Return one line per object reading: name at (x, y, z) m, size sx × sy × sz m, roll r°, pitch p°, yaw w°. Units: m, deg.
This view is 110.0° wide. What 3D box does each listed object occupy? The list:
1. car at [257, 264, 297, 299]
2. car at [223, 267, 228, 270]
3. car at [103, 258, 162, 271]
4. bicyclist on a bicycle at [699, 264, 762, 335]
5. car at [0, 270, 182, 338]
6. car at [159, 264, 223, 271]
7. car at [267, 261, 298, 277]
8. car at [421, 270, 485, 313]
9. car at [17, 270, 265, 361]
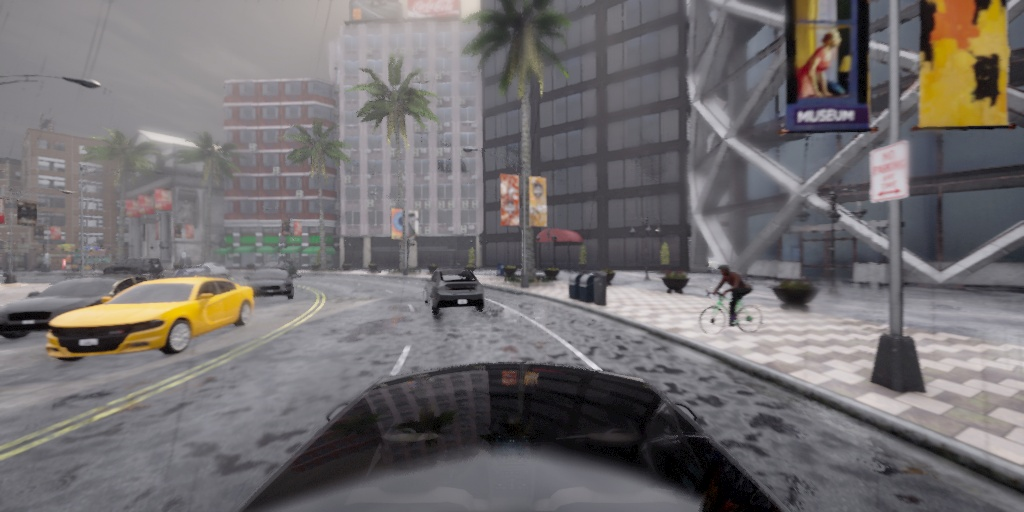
car at (-12.221, 1.347, 18.271) m, size 1.837 × 1.490 × 4.892 m, roll 0°, pitch 0°, yaw -33°
car at (-32.202, 1.518, 37.907) m, size 4.674 × 1.442 × 1.812 m, roll 0°, pitch 0°, yaw 20°
car at (-42.531, 1.290, 40.358) m, size 5.566 × 2.045 × 2.150 m, roll 0°, pitch 0°, yaw 4°
bicyclist on a bicycle at (5.071, 1.014, 8.304) m, size 1.656 × 1.620 × 0.582 m, roll -1°, pitch 0°, yaw -9°
car at (-12.484, 1.349, 10.872) m, size 1.837 × 1.490 × 4.892 m, roll 0°, pitch 0°, yaw -21°
car at (-17.336, 1.372, 19.552) m, size 2.128 × 1.511 × 4.902 m, roll 0°, pitch 0°, yaw -40°
car at (-25.549, 1.294, 38.881) m, size 4.553 × 1.767 × 2.097 m, roll -1°, pitch 0°, yaw 28°
car at (-2.393, 1.274, 14.160) m, size 1.837 × 1.490 × 4.892 m, roll 0°, pitch 0°, yaw -18°
car at (-8.303, 1.290, 8.888) m, size 1.882 × 1.535 × 5.008 m, roll 0°, pitch 0°, yaw -15°
